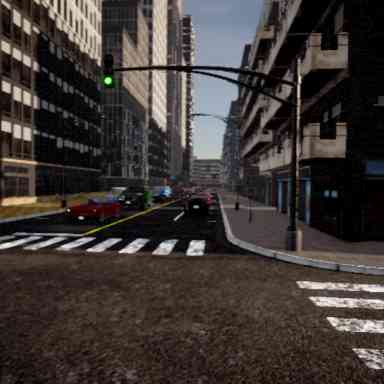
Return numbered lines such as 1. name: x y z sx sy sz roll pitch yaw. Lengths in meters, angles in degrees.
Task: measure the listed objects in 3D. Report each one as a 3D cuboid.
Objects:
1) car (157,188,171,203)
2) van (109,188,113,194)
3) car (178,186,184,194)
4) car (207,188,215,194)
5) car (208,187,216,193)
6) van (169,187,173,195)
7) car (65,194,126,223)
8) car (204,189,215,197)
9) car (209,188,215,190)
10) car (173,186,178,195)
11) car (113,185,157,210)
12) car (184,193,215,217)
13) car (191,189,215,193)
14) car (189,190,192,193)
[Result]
1. car: -4.159 0.570 39.590 1.994 1.385 4.181 1 1 5
2. van: -7.191 0.436 33.970 1.690 1.788 3.998 0 1 4
3. car: -3.839 -0.491 79.071 2.192 1.841 5.009 0 1 4
4. car: 4.935 -0.261 84.094 1.947 1.339 4.313 0 1 4
5. car: 5.354 -0.499 89.730 1.967 1.590 4.097 0 1 4
6. van: -5.096 -0.129 62.158 1.690 1.788 3.998 0 1 4
7. car: -5.659 1.008 19.662 1.895 1.301 4.718 1 1 4
8. car: 3.259 0.166 61.543 1.887 1.381 4.507 0 1 4
9. car: 2.421 0.398 50.269 2.008 1.369 4.403 0 1 4
10. car: -4.679 -0.032 67.800 2.008 1.369 4.403 0 1 4
11. car: -4.924 0.430 29.524 2.150 2.045 5.566 1 1 4
12. car: 0.426 0.952 23.418 1.947 1.339 4.313 0 1 4
13. car: 1.165 0.731 33.355 1.887 1.381 4.507 0 1 4
14. car: 0.518 0.237 59.573 1.895 1.301 4.718 1 1 4
